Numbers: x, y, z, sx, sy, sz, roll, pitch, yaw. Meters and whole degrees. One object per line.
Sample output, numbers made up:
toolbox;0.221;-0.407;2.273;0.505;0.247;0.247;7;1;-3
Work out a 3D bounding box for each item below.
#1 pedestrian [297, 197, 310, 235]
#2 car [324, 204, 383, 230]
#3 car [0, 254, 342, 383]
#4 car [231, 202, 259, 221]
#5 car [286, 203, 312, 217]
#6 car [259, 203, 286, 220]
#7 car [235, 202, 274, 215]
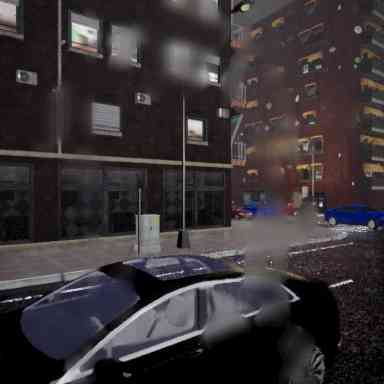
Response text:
pedestrian;5.443;1.144;15.976;0.375;1.860;0.375;0;0;-35
car;11.403;1.617;22.654;1.882;1.535;5.008;0;-1;-25
car;-0.466;1.493;3.352;4.902;1.511;2.128;0;0;-36
car;3.673;1.860;30.188;1.802;1.307;4.206;-1;0;-36
car;10.440;1.826;35.074;1.887;1.381;4.507;-1;0;-36
car;5.964;1.752;31.403;1.882;1.535;5.008;0;-1;-36
car;7.325;1.918;39.388;1.947;1.339;4.313;-1;0;-36
